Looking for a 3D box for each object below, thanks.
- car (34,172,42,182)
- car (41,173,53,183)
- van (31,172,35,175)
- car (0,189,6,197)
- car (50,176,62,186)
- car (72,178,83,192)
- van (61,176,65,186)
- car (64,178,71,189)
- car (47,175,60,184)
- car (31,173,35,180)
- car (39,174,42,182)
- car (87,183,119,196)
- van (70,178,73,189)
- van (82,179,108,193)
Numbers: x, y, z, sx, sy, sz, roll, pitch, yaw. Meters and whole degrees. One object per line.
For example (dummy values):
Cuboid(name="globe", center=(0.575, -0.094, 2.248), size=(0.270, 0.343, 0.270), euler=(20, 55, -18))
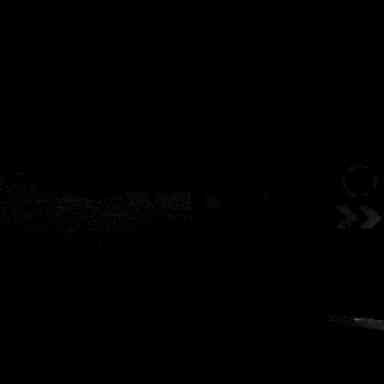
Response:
Cuboid(name="car", center=(-34.176, -3.285, 80.157), size=(2.435, 2.045, 5.566), euler=(5, 4, 31))
Cuboid(name="car", center=(-30.438, -2.775, 75.467), size=(2.435, 2.045, 5.566), euler=(5, 4, 32))
Cuboid(name="van", center=(-37.883, -3.767, 84.880), size=(1.878, 1.987, 4.442), euler=(5, 4, 31))
Cuboid(name="car", center=(-26.119, -0.078, 42.139), size=(2.002, 1.452, 4.674), euler=(5, 5, 30))
Cuboid(name="car", center=(-26.760, -2.013, 70.736), size=(2.231, 1.521, 4.892), euler=(6, 4, 32))
Cuboid(name="car", center=(-17.634, -0.993, 58.835), size=(2.435, 2.045, 5.566), euler=(6, 4, 32))
Cuboid(name="van", center=(-23.029, -1.733, 66.082), size=(1.878, 1.987, 4.442), euler=(5, 4, 32))
Cuboid(name="car", center=(-21.289, -1.376, 63.589), size=(2.185, 1.767, 4.553), euler=(5, 4, 32))
Cuboid(name="car", center=(-28.601, -2.240, 73.120), size=(2.163, 1.488, 4.792), euler=(5, 4, 32))
Cuboid(name="car", center=(-36.174, -3.287, 82.309), size=(1.946, 1.575, 5.366), euler=(6, 4, 31))
Cuboid(name="car", center=(-32.336, -2.779, 77.809), size=(2.231, 1.521, 4.892), euler=(5, 4, 31))
Cuboid(name="car", center=(-14.007, -0.236, 54.131), size=(2.097, 1.535, 5.008), euler=(5, 4, 32))
Cuboid(name="van", center=(-19.502, -1.220, 61.134), size=(1.878, 1.987, 4.442), euler=(6, 4, 32))
Cuboid(name="van", center=(-15.746, -0.716, 56.592), size=(1.878, 1.987, 4.442), euler=(5, 4, 32))
